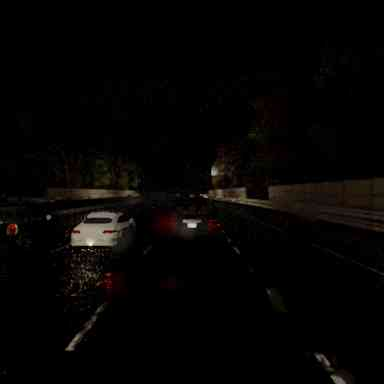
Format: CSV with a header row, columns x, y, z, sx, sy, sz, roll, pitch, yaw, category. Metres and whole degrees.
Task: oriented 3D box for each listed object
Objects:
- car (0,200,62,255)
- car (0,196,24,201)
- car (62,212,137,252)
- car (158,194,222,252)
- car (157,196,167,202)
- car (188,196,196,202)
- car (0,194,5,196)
x,y,z,sx,sy,sz,roll,pitch,yaw,category
-6.995,1.368,13.598,2.097,1.767,4.553,0,0,0,car
-21.051,1.555,40.406,1.837,1.490,4.892,0,0,0,car
-3.498,1.542,13.784,1.812,1.442,4.674,0,0,0,car
0.001,1.238,14.004,2.150,2.045,5.566,0,0,0,car
-6.980,1.646,78.952,1.994,1.385,4.181,0,0,0,car
0.020,1.633,79.404,2.033,1.411,5.357,0,0,0,car
-24.548,1.272,40.169,2.150,2.045,5.566,0,0,0,car
